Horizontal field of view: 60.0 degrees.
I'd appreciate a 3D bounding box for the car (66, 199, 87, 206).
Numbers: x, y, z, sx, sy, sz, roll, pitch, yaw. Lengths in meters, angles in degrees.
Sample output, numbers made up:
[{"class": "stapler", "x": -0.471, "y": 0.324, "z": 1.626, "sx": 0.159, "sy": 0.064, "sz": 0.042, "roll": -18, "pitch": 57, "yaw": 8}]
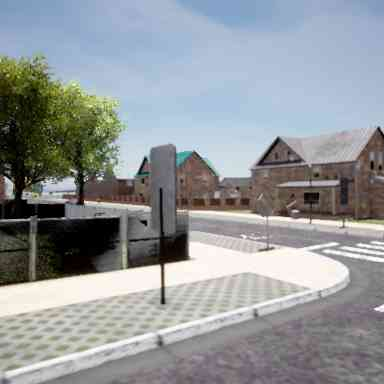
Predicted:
[{"class": "car", "x": -16.711, "y": 1.655, "z": 47.818, "sx": 2.033, "sy": 1.411, "sz": 5.357, "roll": -1, "pitch": 1, "yaw": -34}]
